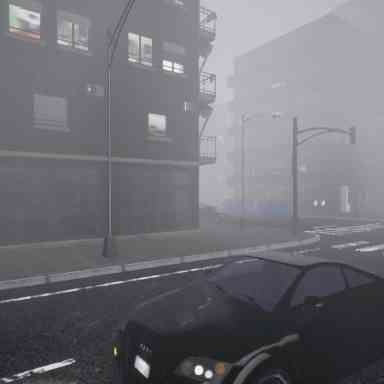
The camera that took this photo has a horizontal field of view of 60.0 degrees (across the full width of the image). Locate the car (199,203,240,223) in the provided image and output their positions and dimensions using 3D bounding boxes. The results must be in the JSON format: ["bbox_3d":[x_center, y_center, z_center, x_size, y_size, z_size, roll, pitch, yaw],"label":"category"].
[{"bbox_3d":[1.789,1.874,28.659,1.802,1.307,4.206,-1,0,-36],"label":"car"}]

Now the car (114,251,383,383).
[{"bbox_3d":[1.123,1.564,4.489,4.181,1.385,1.994,0,0,-36],"label":"car"}]

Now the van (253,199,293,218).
[{"bbox_3d":[8.527,1.602,33.577,1.690,1.788,3.998,-1,0,-36],"label":"van"}]

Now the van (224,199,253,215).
[{"bbox_3d":[5.211,1.676,38.092,1.690,1.788,3.998,-1,0,-36],"label":"van"}]

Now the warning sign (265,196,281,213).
[{"bbox_3d":[9.018,1.400,36.966,1.300,1.860,1.060,1,0,-36],"label":"warning sign"}]
